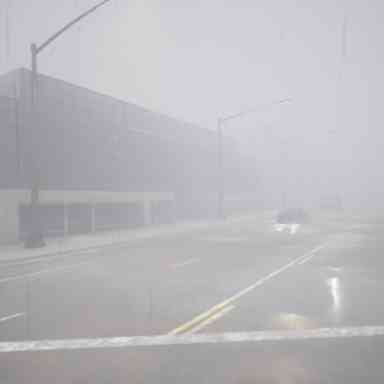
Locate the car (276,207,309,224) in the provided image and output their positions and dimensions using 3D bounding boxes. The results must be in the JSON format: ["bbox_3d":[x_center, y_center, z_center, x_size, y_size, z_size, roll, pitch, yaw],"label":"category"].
[{"bbox_3d":[8.984,2.026,29.612,1.994,1.385,4.181,-2,-1,33],"label":"car"}]

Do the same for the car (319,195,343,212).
[{"bbox_3d":[18.597,1.488,44.366,2.150,2.045,5.566,-2,-2,33],"label":"car"}]
